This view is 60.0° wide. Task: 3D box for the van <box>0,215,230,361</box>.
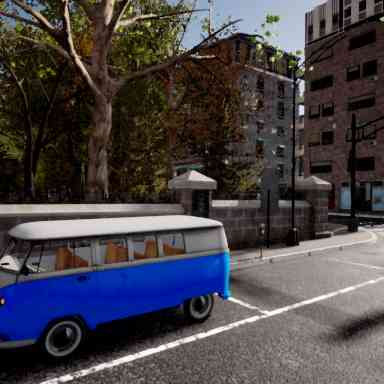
[{"bbox_3d":[-1.202,1.342,5.644,3.998,1.788,1.690,0,1,-36],"label":"van"}]
